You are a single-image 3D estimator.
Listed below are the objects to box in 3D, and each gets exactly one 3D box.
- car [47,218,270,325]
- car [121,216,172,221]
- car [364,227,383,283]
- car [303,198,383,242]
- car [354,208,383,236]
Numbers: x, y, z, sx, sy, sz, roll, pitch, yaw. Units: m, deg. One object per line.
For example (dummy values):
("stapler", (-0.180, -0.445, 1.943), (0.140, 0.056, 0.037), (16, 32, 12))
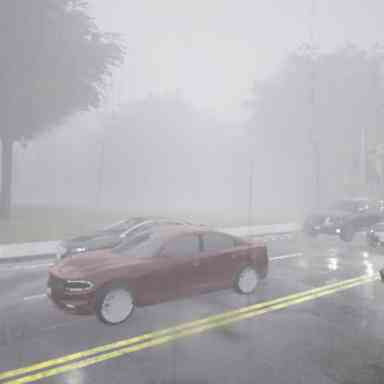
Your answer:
("car", (-0.465, 1.506, 7.305), (5.008, 1.535, 1.882), (1, -1, -35))
("car", (-1.613, 1.527, 10.469), (4.902, 1.511, 2.128), (1, 0, -35))
("car", (6.723, 1.623, 8.234), (5.357, 1.411, 2.033), (0, 0, -35))
("car", (8.222, 1.339, 17.493), (5.566, 2.045, 2.150), (0, 0, -36))
("car", (9.445, 1.607, 14.366), (4.902, 1.511, 2.128), (0, 0, -35))
